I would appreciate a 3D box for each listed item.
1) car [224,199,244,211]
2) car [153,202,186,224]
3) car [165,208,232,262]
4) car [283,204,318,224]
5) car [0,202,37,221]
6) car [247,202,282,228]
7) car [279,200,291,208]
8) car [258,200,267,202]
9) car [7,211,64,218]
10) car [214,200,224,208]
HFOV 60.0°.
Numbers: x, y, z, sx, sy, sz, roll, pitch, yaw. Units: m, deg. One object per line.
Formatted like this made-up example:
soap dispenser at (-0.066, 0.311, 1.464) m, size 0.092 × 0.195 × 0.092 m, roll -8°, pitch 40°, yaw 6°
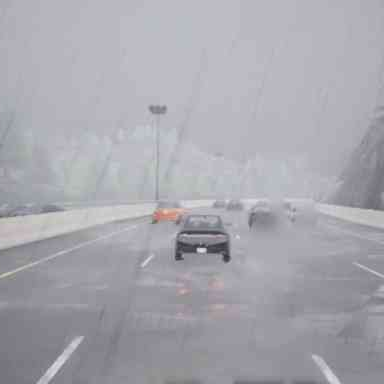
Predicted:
car at (6.683, 1.867, 50.452) m, size 2.097 × 1.767 × 4.553 m, roll 1°, pitch -1°, yaw 15°
car at (-1.648, 1.570, 26.559) m, size 2.097 × 1.767 × 4.553 m, roll 1°, pitch -1°, yaw 8°
car at (0.486, 1.611, 12.757) m, size 2.128 × 1.511 × 4.902 m, roll 0°, pitch 0°, yaw 4°
car at (9.148, 1.944, 28.002) m, size 1.895 × 1.301 × 4.718 m, roll 0°, pitch -1°, yaw 9°
car at (-15.654, 1.657, 28.840) m, size 1.994 × 1.385 × 4.181 m, roll 1°, pitch -1°, yaw 8°
car at (5.095, 1.747, 24.436) m, size 1.882 × 1.535 × 5.008 m, roll 0°, pitch -1°, yaw 7°
car at (15.571, 2.131, 55.694) m, size 1.882 × 1.535 × 5.008 m, roll 0°, pitch 0°, yaw 18°
car at (12.112, 2.119, 56.768) m, size 2.128 × 1.511 × 4.902 m, roll 0°, pitch -1°, yaw 18°
car at (-12.394, 1.660, 27.143) m, size 2.033 × 1.411 × 5.357 m, roll 1°, pitch -1°, yaw 7°
car at (5.056, 2.054, 57.713) m, size 2.128 × 1.511 × 4.902 m, roll 0°, pitch -1°, yaw 17°
